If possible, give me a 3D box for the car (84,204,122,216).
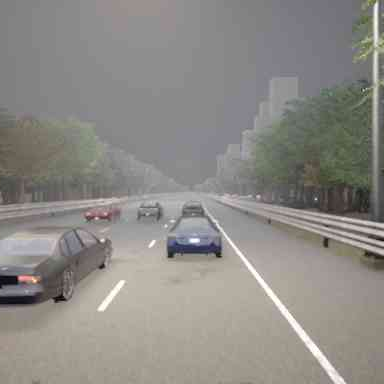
[{"bbox_3d":[-6.913,1.635,26.461,1.895,1.301,4.718,0,0,0],"label":"car"}]

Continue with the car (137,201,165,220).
[{"bbox_3d":[-3.409,1.527,28.049,2.128,1.511,4.902,0,0,0],"label":"car"}]

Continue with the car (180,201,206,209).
[{"bbox_3d":[0.093,1.540,28.363,1.837,1.490,4.892,0,0,0],"label":"car"}]

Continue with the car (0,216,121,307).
[{"bbox_3d":[-3.434,1.562,8.234,2.033,1.411,5.357,0,0,0],"label":"car"}]

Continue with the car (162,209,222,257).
[{"bbox_3d":[0.088,1.584,13.055,1.994,1.385,4.181,0,0,0],"label":"car"}]
